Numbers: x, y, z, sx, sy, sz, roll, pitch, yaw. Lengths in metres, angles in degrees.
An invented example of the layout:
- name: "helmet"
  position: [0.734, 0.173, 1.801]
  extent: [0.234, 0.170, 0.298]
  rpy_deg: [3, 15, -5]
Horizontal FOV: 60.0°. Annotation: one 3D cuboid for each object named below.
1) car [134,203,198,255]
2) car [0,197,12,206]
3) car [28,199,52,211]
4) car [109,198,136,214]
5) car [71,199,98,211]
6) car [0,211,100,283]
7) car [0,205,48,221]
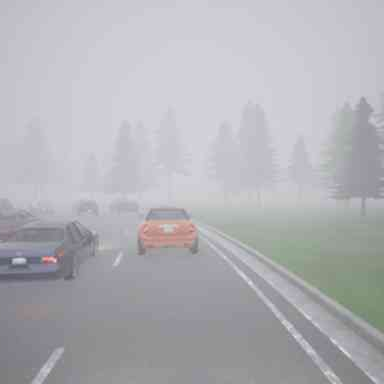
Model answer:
- name: "car"
  position: [-1.055, 1.289, 13.343]
  extent: [2.097, 1.767, 4.553]
  rpy_deg: [0, 0, -7]
- name: "car"
  position: [-18.480, 1.294, 31.703]
  extent: [2.097, 1.767, 4.553]
  rpy_deg: [-1, 0, -34]
- name: "car"
  position: [-15.191, 1.442, 33.139]
  extent: [1.812, 1.442, 4.674]
  rpy_deg: [0, 0, -33]
- name: "car"
  position: [-6.946, 1.345, 33.478]
  extent: [1.882, 1.535, 5.008]
  rpy_deg: [0, 0, -28]
- name: "car"
  position: [-10.199, 1.401, 31.547]
  extent: [1.837, 1.490, 4.892]
  rpy_deg: [1, 0, -28]
- name: "car"
  position: [-4.001, 1.520, 9.655]
  extent: [2.033, 1.411, 5.357]
  rpy_deg: [0, 0, -7]
- name: "car"
  position: [-8.543, 1.531, 15.824]
  extent: [1.994, 1.385, 4.181]
  rpy_deg: [0, 0, -10]
